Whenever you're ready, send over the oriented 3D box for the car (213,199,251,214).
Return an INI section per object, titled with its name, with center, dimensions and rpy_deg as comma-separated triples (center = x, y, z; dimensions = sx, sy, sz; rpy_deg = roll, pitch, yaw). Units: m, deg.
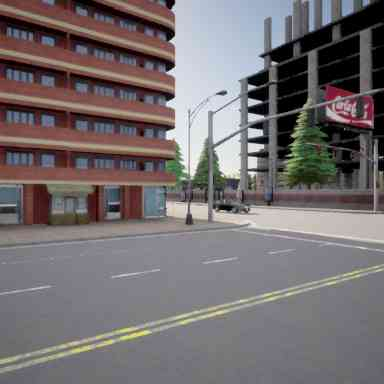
[car]
center = 4.201, 1.492, 35.892
dimensions = 2.128, 1.511, 4.902
rpy_deg = 0, 0, -35
